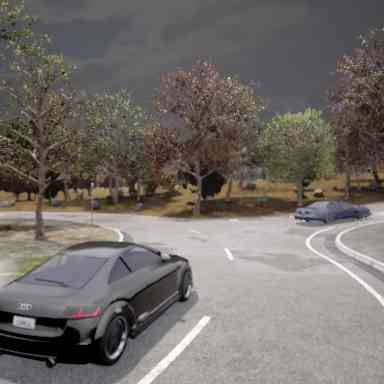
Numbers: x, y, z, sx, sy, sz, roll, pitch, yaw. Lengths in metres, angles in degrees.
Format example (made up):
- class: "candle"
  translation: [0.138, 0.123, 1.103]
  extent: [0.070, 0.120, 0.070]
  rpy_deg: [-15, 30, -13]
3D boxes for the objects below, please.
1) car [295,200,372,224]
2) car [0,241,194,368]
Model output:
- class: "car"
  translation: [9.266, 1.232, 21.786]
  extent: [5.357, 1.411, 2.033]
  rpy_deg: [-3, 1, -25]
- class: "car"
  translation: [-1.426, 1.568, 5.985]
  extent: [1.994, 1.385, 4.181]
  rpy_deg: [0, 0, 18]
